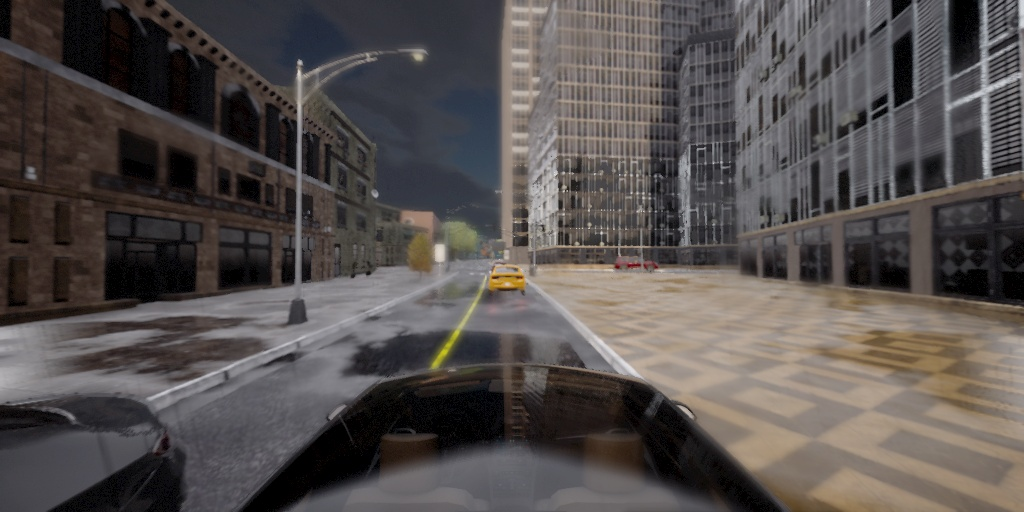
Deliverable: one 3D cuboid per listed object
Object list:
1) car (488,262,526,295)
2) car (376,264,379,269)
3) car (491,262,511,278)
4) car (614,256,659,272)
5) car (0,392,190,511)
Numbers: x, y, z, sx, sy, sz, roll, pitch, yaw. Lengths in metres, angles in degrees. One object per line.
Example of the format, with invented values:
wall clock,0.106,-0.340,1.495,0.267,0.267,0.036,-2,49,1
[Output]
car,-0.302,1.252,20.135,1.882,1.535,5.008,0,0,-2
car,-21.967,1.387,53.453,4.313,1.339,1.948,0,0,16
car,-1.119,1.320,35.264,1.812,1.442,4.674,0,0,-4
car,14.710,0.974,42.683,5.009,1.841,2.192,0,0,16
car,-2.870,1.277,0.279,1.812,1.442,4.674,0,0,0
